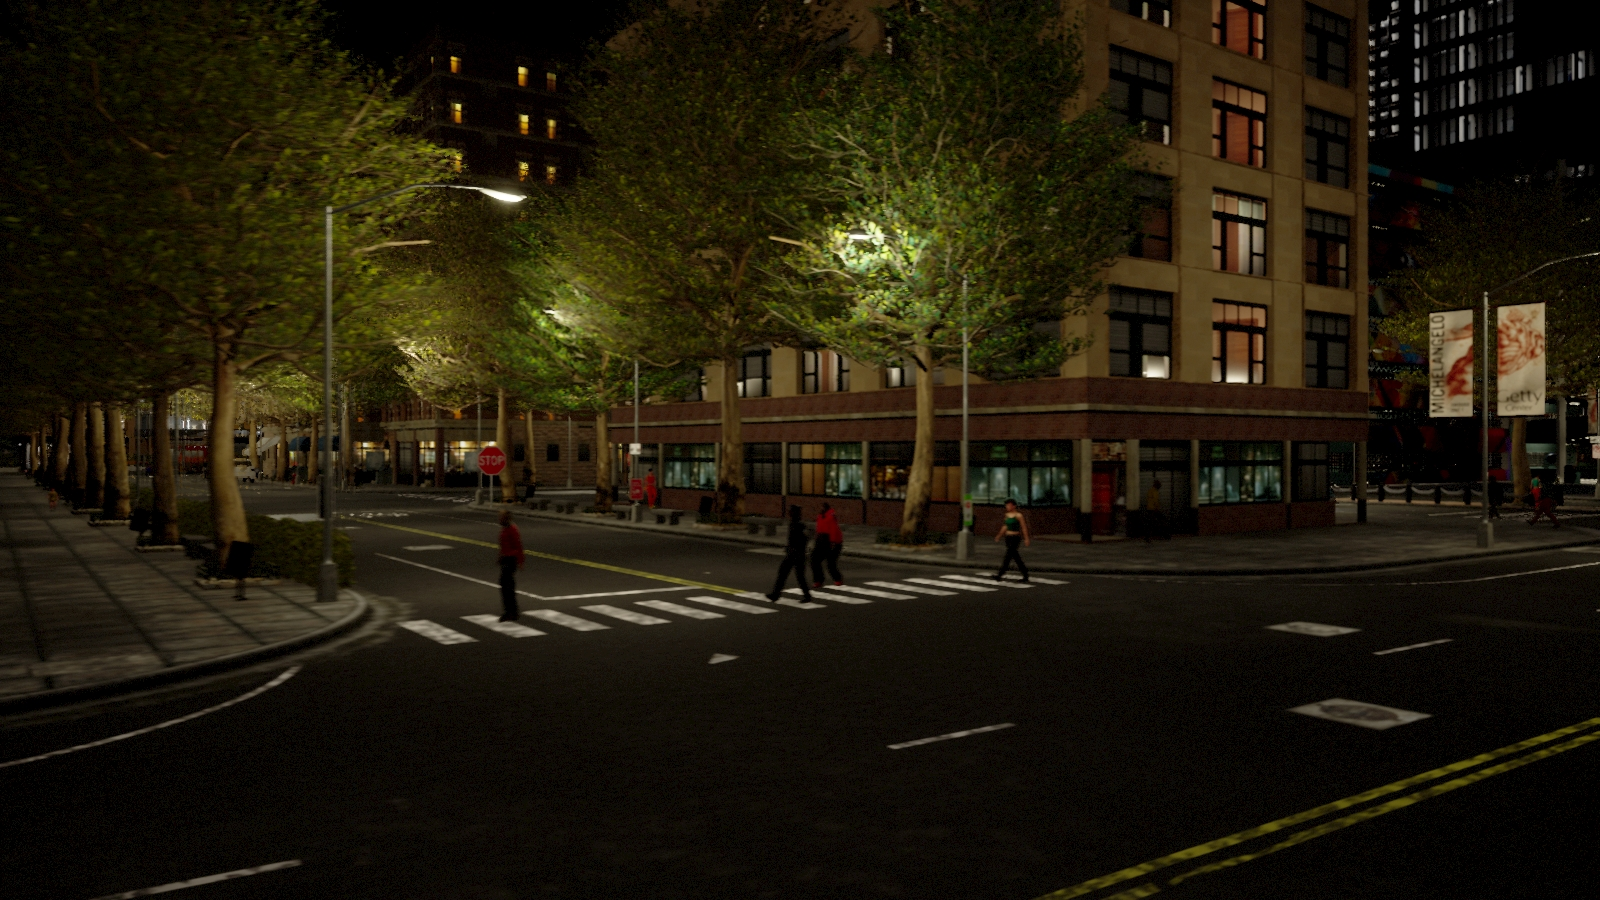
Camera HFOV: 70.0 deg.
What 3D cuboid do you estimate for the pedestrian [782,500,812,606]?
[{"bbox_3d":[-0.055,1.849,20.565,0.375,1.860,0.375,0,0,-36],"label":"pedestrian"}]

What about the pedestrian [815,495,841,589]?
[{"bbox_3d":[0.561,1.850,23.133,0.375,1.860,0.375,0,0,-40],"label":"pedestrian"}]

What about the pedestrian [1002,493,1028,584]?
[{"bbox_3d":[4.494,1.849,23.925,0.375,1.860,0.375,0,0,-29],"label":"pedestrian"}]

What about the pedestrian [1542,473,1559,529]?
[{"bbox_3d":[25.048,1.697,38.134,0.375,1.860,0.375,0,0,-34],"label":"pedestrian"}]

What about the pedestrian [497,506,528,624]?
[{"bbox_3d":[-4.669,1.849,18.559,0.375,1.860,0.375,0,0,-34],"label":"pedestrian"}]

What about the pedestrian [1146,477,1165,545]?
[{"bbox_3d":[9.920,1.696,31.900,0.375,1.860,0.375,0,0,-17],"label":"pedestrian"}]
